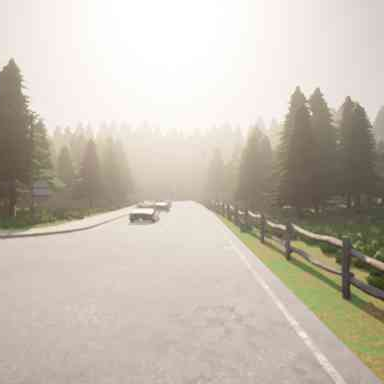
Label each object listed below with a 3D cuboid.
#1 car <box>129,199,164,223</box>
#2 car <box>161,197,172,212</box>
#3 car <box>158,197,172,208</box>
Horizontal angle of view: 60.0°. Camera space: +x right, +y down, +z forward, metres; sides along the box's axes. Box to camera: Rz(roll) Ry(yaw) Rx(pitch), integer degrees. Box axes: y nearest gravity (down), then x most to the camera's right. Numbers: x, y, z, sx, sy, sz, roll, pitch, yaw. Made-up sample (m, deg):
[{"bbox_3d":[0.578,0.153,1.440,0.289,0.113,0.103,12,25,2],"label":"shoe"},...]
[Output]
[{"bbox_3d":[-3.608,1.559,25.999,2.033,1.411,5.357,0,0,0],"label":"car"},{"bbox_3d":[-3.639,1.585,38.791,1.994,1.385,4.181,0,0,-2],"label":"car"},{"bbox_3d":[-4.053,1.536,50.359,1.837,1.490,4.892,0,0,-1],"label":"car"}]
